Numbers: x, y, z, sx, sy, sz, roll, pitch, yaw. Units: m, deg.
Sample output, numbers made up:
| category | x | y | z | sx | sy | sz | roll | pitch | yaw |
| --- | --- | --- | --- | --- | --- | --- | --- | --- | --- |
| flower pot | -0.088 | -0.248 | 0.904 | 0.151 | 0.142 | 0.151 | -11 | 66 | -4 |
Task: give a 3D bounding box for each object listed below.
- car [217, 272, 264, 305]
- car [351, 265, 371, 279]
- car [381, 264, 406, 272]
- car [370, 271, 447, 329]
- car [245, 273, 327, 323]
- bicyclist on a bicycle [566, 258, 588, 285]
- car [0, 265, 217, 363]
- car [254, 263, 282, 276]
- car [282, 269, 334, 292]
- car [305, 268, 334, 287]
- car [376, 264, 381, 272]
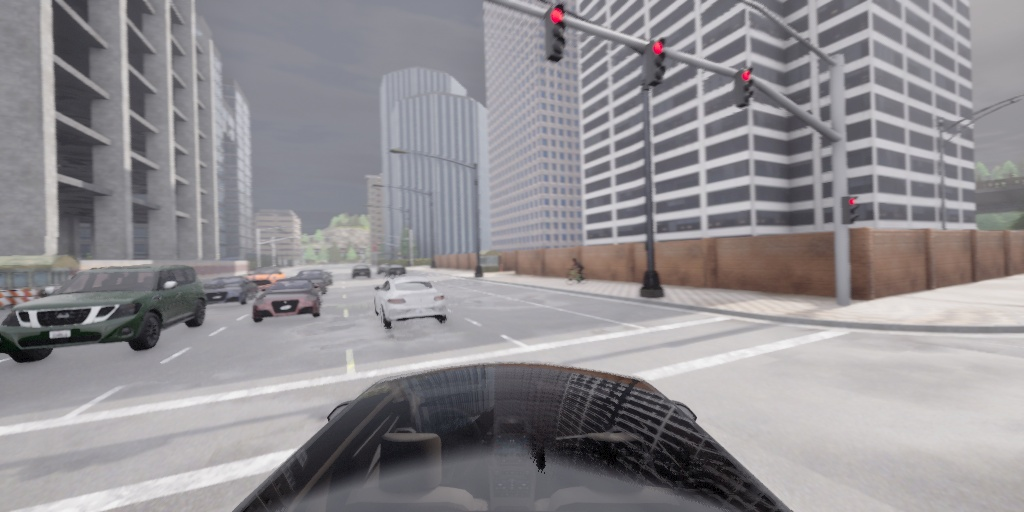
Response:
| category | x | y | z | sx | sy | sz | roll | pitch | yaw |
| --- | --- | --- | --- | --- | --- | --- | --- | --- | --- |
| car | -14.453 | 1.750 | 18.336 | 1.994 | 1.385 | 4.181 | -2 | 0 | -25 |
| car | -17.307 | 1.750 | 41.155 | 1.882 | 1.535 | 5.008 | -2 | 0 | -25 |
| car | -13.313 | 1.630 | 40.879 | 1.882 | 1.535 | 5.008 | -2 | 0 | -26 |
| car | -3.473 | 1.380 | 11.919 | 1.812 | 1.442 | 4.674 | -2 | 0 | -25 |
| car | -8.418 | 1.568 | 13.770 | 1.994 | 1.385 | 4.181 | -2 | 0 | -25 |
| bicyclist on a bicycle | 3.899 | 0.933 | 21.565 | 1.656 | 1.620 | 0.582 | -2 | 0 | -25 |
| car | -10.435 | 1.287 | 9.830 | 2.150 | 2.045 | 5.566 | -2 | 0 | -25 |
| car | -18.756 | 1.668 | 27.415 | 2.097 | 1.767 | 4.553 | -2 | 0 | -25 |
| car | -12.281 | 1.612 | 21.913 | 2.128 | 1.511 | 4.902 | -2 | 0 | -25 |
| car | -16.482 | 1.811 | 30.801 | 1.994 | 1.385 | 4.181 | -2 | 0 | -26 |
| car | -17.879 | 1.815 | 50.464 | 1.812 | 1.442 | 4.674 | -2 | 0 | -25 |
